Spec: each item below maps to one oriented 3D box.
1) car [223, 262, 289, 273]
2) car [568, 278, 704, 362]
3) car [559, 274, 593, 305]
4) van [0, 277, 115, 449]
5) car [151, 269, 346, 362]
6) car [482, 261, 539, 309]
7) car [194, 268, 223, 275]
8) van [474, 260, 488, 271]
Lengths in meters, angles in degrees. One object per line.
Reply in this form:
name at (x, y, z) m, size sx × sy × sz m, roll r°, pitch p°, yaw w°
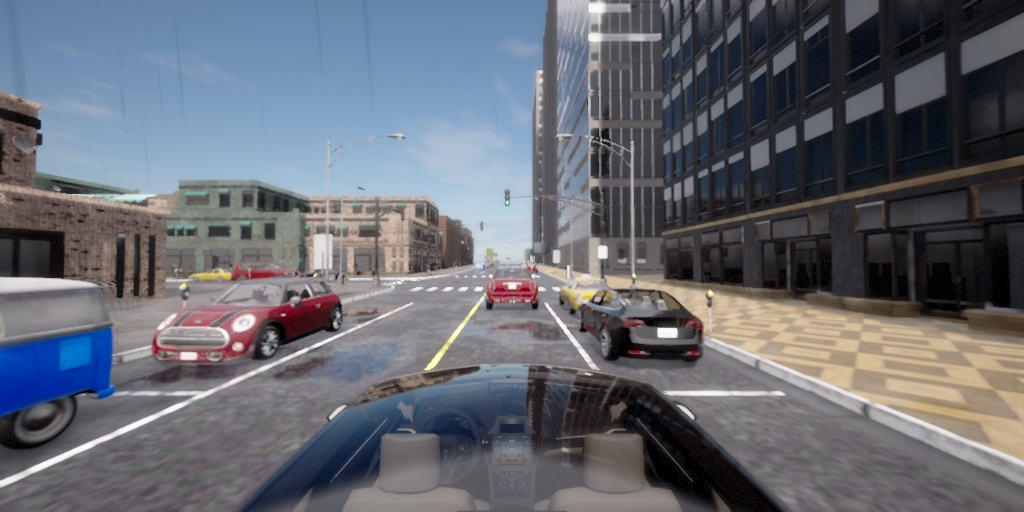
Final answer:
car at (-19.497, 1.422, 28.583) m, size 5.009 × 1.841 × 2.192 m, roll 0°, pitch 0°, yaw 1°
car at (2.663, 1.376, 8.231) m, size 1.948 × 1.339 × 4.313 m, roll 0°, pitch 0°, yaw 0°
car at (2.838, 1.389, 14.044) m, size 1.751 × 1.417 × 4.829 m, roll 0°, pitch 0°, yaw 0°
van at (-5.689, 1.099, 2.647) m, size 1.690 × 1.789 × 3.998 m, roll 0°, pitch 0°, yaw 0°
car at (-5.684, 1.251, 8.291) m, size 1.967 × 1.591 × 4.097 m, roll 0°, pitch 0°, yaw 0°
car at (0.015, 1.232, 15.931) m, size 2.097 × 1.767 × 4.553 m, roll 0°, pitch -1°, yaw 0°
car at (-30.649, 1.948, 37.111) m, size 4.829 × 1.417 × 1.751 m, roll 0°, pitch 0°, yaw 1°
van at (-5.642, 1.665, 62.909) m, size 1.690 × 1.789 × 3.998 m, roll 0°, pitch 0°, yaw 0°
